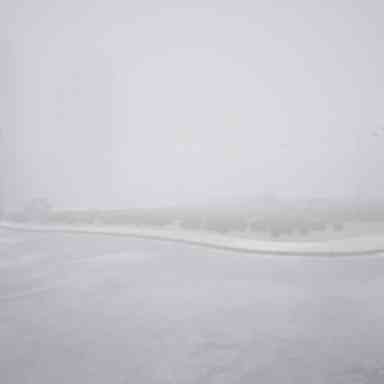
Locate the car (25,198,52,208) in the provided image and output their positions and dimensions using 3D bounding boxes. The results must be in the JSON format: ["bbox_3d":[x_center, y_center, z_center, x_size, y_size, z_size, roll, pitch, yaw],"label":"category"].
[{"bbox_3d":[-16.678,1.471,35.966,2.242,1.667,4.611,0,0,-36],"label":"car"}]

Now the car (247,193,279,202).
[{"bbox_3d":[11.119,1.168,52.727,2.150,2.045,5.566,0,0,-35],"label":"car"}]

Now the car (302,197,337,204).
[{"bbox_3d":[16.990,1.451,44.524,1.837,1.490,4.892,0,0,-35],"label":"car"}]
